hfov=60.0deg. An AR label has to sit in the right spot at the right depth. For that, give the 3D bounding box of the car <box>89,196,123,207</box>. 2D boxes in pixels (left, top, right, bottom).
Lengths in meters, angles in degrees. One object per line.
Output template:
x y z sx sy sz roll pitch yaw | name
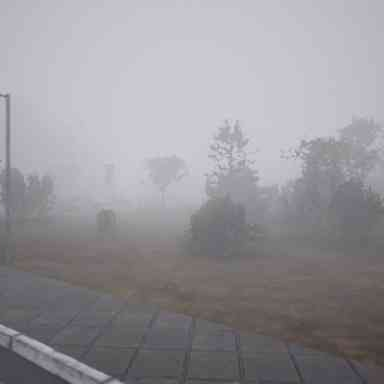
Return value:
-13.393 1.403 52.058 1.882 1.535 5.008 0 1 39 | car

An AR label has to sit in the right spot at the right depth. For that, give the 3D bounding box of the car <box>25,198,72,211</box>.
-17.667 1.490 41.193 2.128 1.511 4.902 0 0 39 | car

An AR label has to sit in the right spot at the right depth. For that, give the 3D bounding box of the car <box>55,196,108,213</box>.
-12.091 1.350 36.638 2.097 1.767 4.553 0 0 39 | car

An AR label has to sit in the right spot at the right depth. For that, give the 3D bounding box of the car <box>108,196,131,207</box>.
-11.195 1.534 49.211 1.895 1.301 4.718 0 1 39 | car

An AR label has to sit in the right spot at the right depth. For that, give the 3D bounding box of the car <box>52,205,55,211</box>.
-15.940 1.479 37.440 1.882 1.535 5.008 0 0 39 | car
